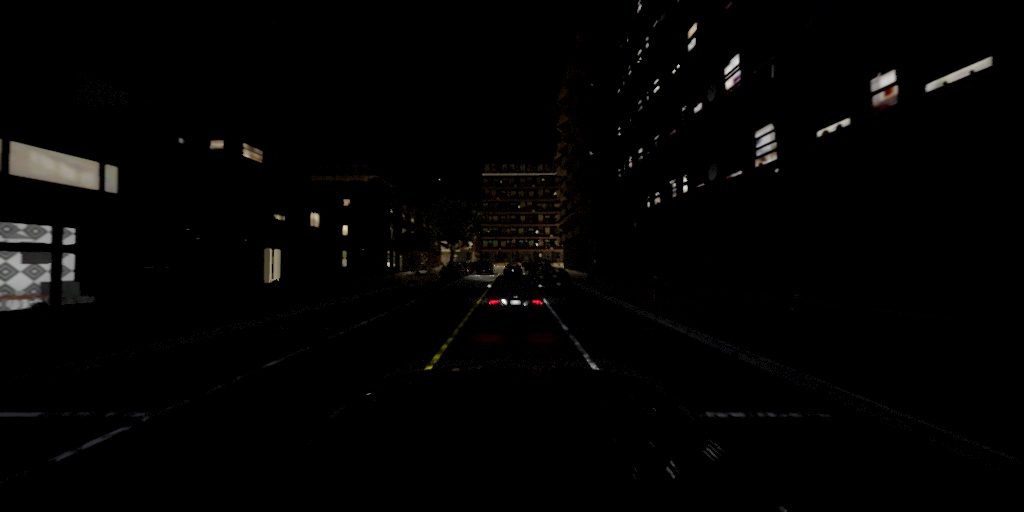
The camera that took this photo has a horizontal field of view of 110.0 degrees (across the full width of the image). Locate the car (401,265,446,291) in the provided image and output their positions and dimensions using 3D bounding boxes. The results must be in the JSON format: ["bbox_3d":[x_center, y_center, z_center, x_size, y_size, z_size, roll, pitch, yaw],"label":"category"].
[{"bbox_3d":[-5.660,1.364,22.608,1.751,1.417,4.829,0,0,0],"label":"car"}]

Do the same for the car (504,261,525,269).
[{"bbox_3d":[0.094,1.476,39.640,1.994,1.385,4.181,0,0,0],"label":"car"}]

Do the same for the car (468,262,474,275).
[{"bbox_3d":[-5.663,1.353,39.838,1.967,1.591,4.097,0,0,0],"label":"car"}]

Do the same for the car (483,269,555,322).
[{"bbox_3d":[0.099,1.343,12.480,2.033,1.411,5.357,0,0,0],"label":"car"}]

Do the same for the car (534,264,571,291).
[{"bbox_3d":[2.688,1.390,22.838,2.007,1.370,4.403,0,0,0],"label":"car"}]

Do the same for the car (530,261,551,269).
[{"bbox_3d":[2.687,1.389,28.694,1.751,1.417,4.829,0,0,0],"label":"car"}]

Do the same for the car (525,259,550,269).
[{"bbox_3d":[2.686,1.203,34.211,2.192,1.841,5.009,0,0,0],"label":"car"}]

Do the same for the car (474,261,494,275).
[{"bbox_3d":[-3.093,1.426,41.734,1.837,1.490,4.892,0,0,0],"label":"car"}]

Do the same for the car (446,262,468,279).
[{"bbox_3d":[-5.661,1.327,34.151,1.967,1.591,4.097,0,0,0],"label":"car"}]
